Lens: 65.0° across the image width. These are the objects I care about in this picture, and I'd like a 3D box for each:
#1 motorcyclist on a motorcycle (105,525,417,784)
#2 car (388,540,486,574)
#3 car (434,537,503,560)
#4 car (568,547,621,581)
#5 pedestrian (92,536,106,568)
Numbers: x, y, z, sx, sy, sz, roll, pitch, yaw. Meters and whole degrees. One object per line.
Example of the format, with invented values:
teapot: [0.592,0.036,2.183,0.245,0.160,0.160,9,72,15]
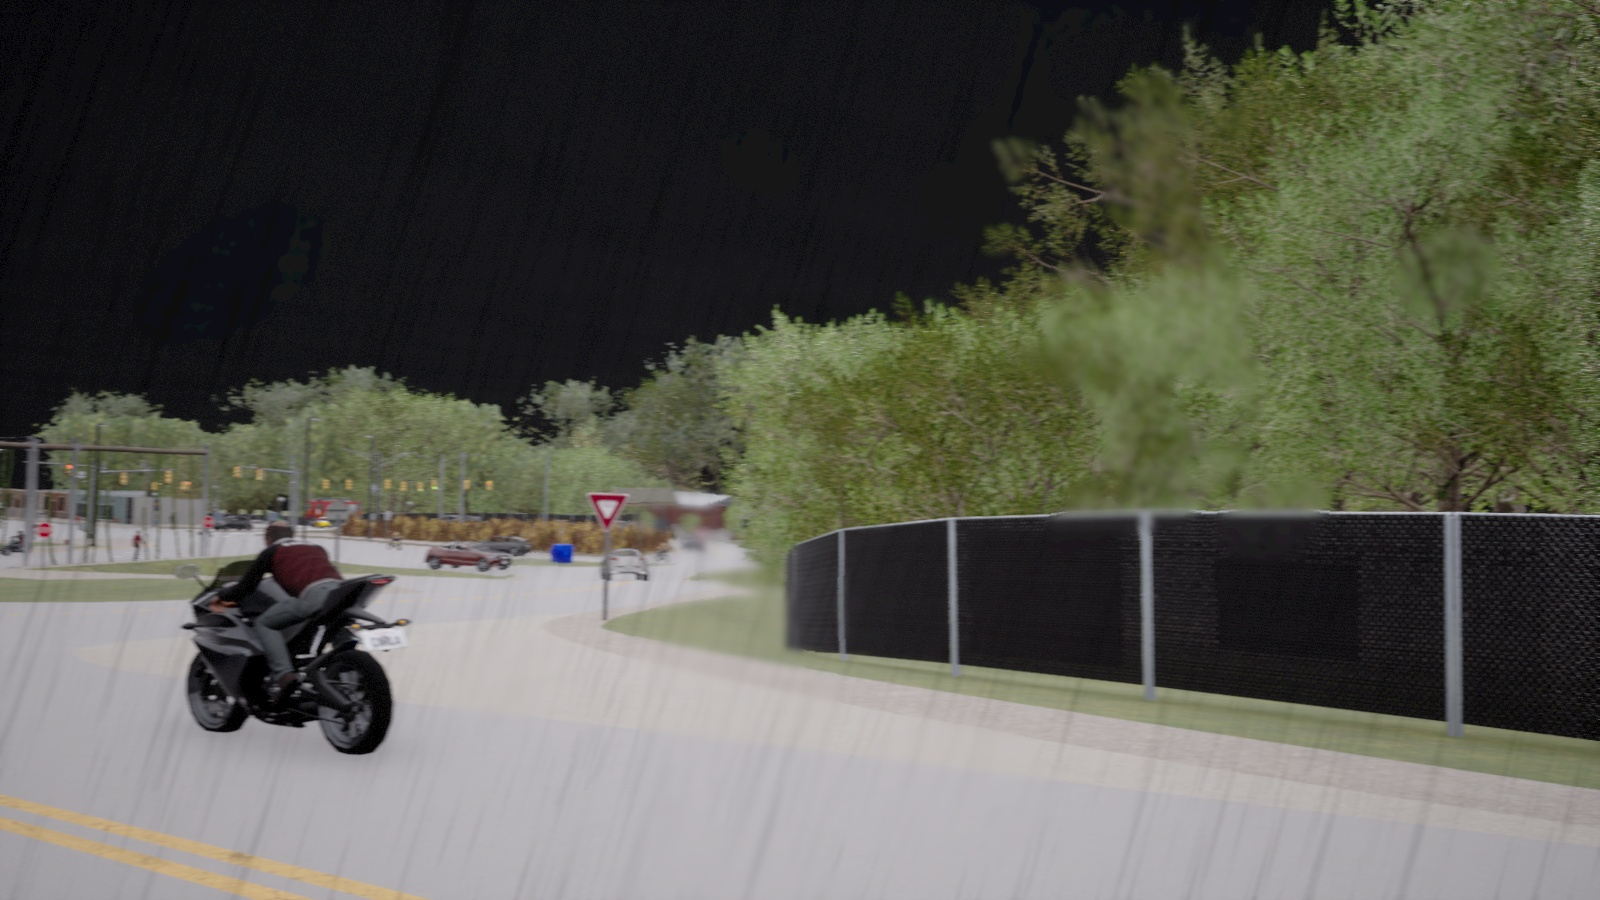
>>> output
motorcyclist on a motorcycle: [-3.680,1.293,8.508,2.191,1.530,0.866,-3,-3,33]
car: [-20.527,6.033,71.057,5.027,1.651,2.152,0,-2,20]
car: [-24.799,7.376,93.889,4.514,1.525,2.007,1,-3,10]
car: [-10.437,5.757,63.585,2.152,1.651,5.027,2,-5,-14]
pedestrian: [-40.773,5.925,73.044,0.331,1.846,0.636,1,-1,8]
